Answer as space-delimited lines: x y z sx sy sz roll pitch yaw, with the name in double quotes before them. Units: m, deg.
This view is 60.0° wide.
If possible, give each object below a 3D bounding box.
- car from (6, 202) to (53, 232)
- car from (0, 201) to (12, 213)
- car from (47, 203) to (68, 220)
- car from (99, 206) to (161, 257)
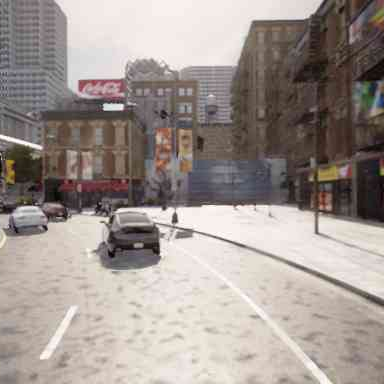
"car" -10.384 1.619 21.047 1.812 1.442 4.674 0 0 -33
"car" -23.065 1.793 40.719 4.718 1.301 1.895 0 0 31
"car" -12.330 1.643 28.813 1.812 1.442 4.674 0 0 -44
"car" -2.544 1.541 13.343 1.837 1.490 4.892 0 0 -19
